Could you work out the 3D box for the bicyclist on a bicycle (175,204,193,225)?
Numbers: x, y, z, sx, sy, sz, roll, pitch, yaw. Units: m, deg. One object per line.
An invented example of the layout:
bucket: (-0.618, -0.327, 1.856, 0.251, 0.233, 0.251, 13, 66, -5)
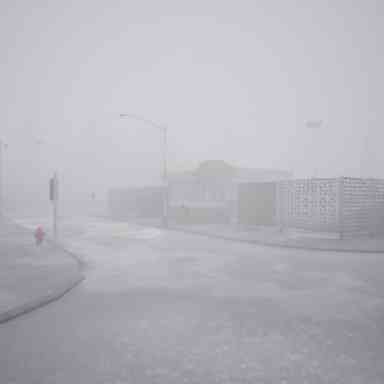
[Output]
bicyclist on a bicycle: (-0.610, 1.696, 25.213, 1.656, 1.620, 0.582, 0, -1, -34)
